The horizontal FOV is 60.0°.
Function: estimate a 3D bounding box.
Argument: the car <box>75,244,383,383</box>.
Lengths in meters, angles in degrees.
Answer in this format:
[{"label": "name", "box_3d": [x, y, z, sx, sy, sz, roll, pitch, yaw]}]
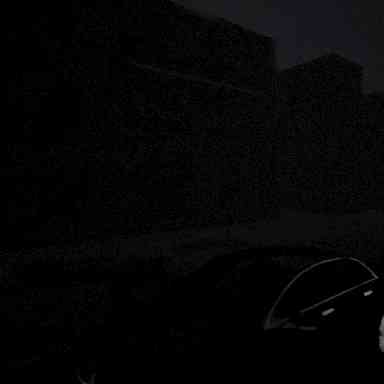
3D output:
[{"label": "car", "box_3d": [1.009, 1.537, 4.383, 4.892, 1.490, 1.837, 0, -1, -39]}]
